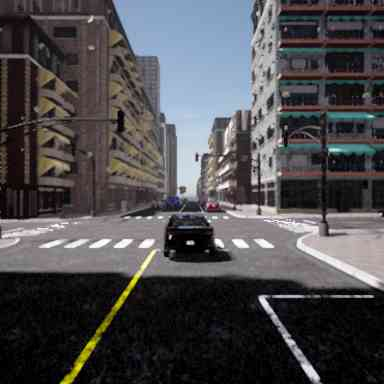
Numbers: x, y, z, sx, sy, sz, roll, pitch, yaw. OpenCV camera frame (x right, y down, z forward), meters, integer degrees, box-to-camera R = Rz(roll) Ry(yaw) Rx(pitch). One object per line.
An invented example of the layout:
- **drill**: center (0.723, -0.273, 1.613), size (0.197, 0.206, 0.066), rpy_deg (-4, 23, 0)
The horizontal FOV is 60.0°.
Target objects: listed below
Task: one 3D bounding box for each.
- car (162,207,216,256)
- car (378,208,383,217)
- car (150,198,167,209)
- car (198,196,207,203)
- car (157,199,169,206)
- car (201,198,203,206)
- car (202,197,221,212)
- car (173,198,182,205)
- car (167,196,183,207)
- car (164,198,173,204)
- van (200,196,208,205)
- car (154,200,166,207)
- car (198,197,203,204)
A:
- **car**: center (-0.208, 1.579, 13.635), size (1.882, 1.535, 5.008), rpy_deg (0, 0, -4)
- **car**: center (18.257, 1.474, 28.371), size (4.313, 1.339, 1.947), rpy_deg (-1, 0, 0)
- **car**: center (-5.691, 1.956, 53.885), size (2.008, 1.369, 4.403), rpy_deg (0, 0, 0)
- **car**: center (2.690, 1.983, 87.090), size (2.192, 1.841, 5.009), rpy_deg (0, 0, 0)
- **car**: center (-5.691, 2.057, 64.954), size (1.947, 1.339, 4.313), rpy_deg (0, 0, 0)
- **car**: center (2.690, 1.914, 48.350), size (2.008, 1.369, 4.403), rpy_deg (0, 0, 0)
- **car**: center (2.691, 1.762, 42.817), size (1.967, 1.590, 4.097), rpy_deg (0, 0, 0)
- **car**: center (-3.003, 2.057, 70.703), size (1.812, 1.442, 4.674), rpy_deg (0, 0, 0)
- **car**: center (-3.072, 1.636, 55.074), size (2.150, 2.045, 5.566), rpy_deg (0, 0, 0)
- **car**: center (-5.692, 2.168, 81.555), size (1.887, 1.381, 4.507), rpy_deg (0, 0, 0)
- **van**: center (2.690, 1.920, 76.023), size (1.690, 1.788, 3.998), rpy_deg (0, 0, 0)
- **car**: center (-5.691, 2.030, 59.419), size (1.802, 1.307, 4.206), rpy_deg (0, 0, 0)
- **car**: center (2.690, 2.073, 64.953), size (1.802, 1.307, 4.206), rpy_deg (0, 0, 0)
